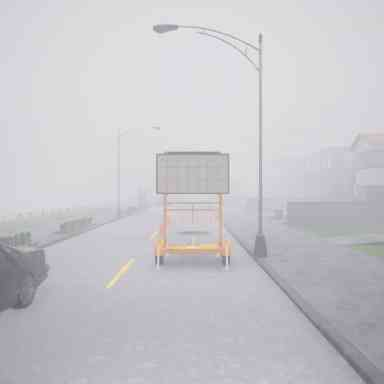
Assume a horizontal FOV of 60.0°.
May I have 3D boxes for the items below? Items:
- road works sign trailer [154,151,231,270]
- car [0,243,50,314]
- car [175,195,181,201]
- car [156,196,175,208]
[{"bbox_3d":[0.022,0.464,11.029,2.380,3.560,2.880,0,0,0],"label":"road works sign trailer"},{"bbox_3d":[-4.091,1.547,5.146,2.033,1.411,5.357,0,0,0],"label":"car"},{"bbox_3d":[-3.820,1.548,87.083,2.033,1.411,5.357,0,0,0],"label":"car"},{"bbox_3d":[-3.995,1.564,48.279,1.994,1.385,4.181,0,0,0],"label":"car"}]
